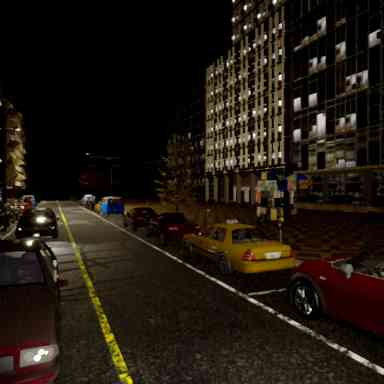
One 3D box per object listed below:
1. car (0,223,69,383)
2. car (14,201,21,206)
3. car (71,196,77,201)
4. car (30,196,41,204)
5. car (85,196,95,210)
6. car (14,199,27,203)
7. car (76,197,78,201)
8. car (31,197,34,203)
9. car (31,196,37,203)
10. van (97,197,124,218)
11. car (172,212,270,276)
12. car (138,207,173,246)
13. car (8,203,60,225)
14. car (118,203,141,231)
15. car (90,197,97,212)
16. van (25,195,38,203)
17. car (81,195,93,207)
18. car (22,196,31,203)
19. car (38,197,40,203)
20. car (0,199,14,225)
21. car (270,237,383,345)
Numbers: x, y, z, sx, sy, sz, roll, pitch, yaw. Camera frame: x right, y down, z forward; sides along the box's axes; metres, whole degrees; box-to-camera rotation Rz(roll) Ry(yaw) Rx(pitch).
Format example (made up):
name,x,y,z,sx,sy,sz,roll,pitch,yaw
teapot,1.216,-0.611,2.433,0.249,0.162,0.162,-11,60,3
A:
name,x,y,z,sx,sy,sz,roll,pitch,yaw
car,-3.128,1.547,5.440,2.033,1.411,5.357,0,0,-22
car,-12.939,1.552,22.248,2.008,1.369,4.403,0,0,-23
car,-30.688,1.621,86.695,1.887,1.381,4.507,0,0,-23
car,-32.053,1.614,68.167,1.947,1.339,4.313,0,0,-23
car,-11.574,1.578,40.774,1.947,1.339,4.313,0,0,-23
car,-15.063,1.554,27.350,2.008,1.369,4.403,0,0,-23
car,-18.011,1.554,56.237,1.752,1.417,4.829,0,0,-23
car,-19.311,1.576,37.554,1.947,1.339,4.313,0,0,-23
car,-21.435,1.560,42.656,1.887,1.381,4.507,0,0,-23
van,-7.328,1.347,30.569,1.690,1.788,3.998,0,0,-23
car,1.103,1.526,10.317,1.752,1.417,4.829,0,0,-23
car,-0.956,1.583,15.263,1.802,1.307,4.206,0,0,-23
car,-7.987,1.548,17.363,2.033,1.411,5.357,0,0,-23
car,-3.079,1.584,20.365,1.802,1.307,4.206,0,0,-23
car,-9.515,1.534,35.828,1.752,1.417,4.829,0,0,-23
van,-23.560,1.362,47.759,1.690,1.788,3.998,0,0,-23
car,-13.699,1.458,45.876,1.967,1.590,4.097,0,0,-23
car,-17.187,1.447,32.451,1.967,1.590,4.097,0,0,-23
car,-25.682,1.609,52.860,1.802,1.307,4.206,0,0,-23
car,-10.818,1.315,17.144,2.192,1.841,5.009,0,0,-23
car,3.292,1.441,5.057,1.967,1.590,4.097,0,0,-23
